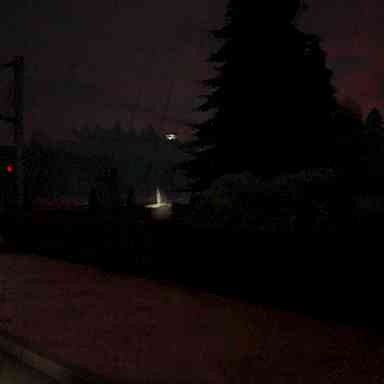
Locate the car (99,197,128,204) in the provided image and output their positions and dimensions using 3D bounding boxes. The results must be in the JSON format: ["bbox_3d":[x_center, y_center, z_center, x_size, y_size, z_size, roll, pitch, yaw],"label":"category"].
[{"bbox_3d":[-12.761,1.866,53.224,2.128,1.511,4.902,-1,1,36],"label":"car"}]

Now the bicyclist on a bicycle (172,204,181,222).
[{"bbox_3d":[-1.339,1.482,25.416,1.656,1.620,0.582,-1,-1,36],"label":"bicyclist on a bicycle"}]

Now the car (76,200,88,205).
[{"bbox_3d":[-18.095,2.022,51.775,1.812,1.442,4.674,-1,0,35],"label":"car"}]

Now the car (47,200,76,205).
[{"bbox_3d":[-18.651,2.001,44.992,1.812,1.442,4.674,-1,0,36],"label":"car"}]
